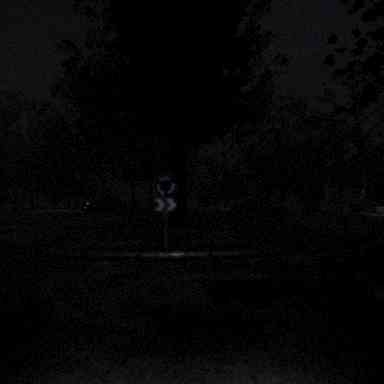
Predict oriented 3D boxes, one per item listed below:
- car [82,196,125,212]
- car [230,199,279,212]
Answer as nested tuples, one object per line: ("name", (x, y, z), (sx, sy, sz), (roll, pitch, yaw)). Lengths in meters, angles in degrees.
("car", (-10.009, 1.248, 37.456), (4.553, 1.767, 2.097), (0, 0, -28))
("car", (7.084, 1.443, 37.766), (5.357, 1.411, 2.033), (0, 0, 33))
